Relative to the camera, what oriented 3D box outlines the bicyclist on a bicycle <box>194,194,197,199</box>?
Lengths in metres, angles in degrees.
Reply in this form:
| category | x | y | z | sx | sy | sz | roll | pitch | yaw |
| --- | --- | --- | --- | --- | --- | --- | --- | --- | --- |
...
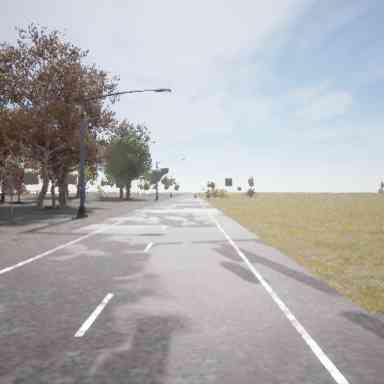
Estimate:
| category | x | y | z | sx | sy | sz | roll | pitch | yaw |
| --- | --- | --- | --- | --- | --- | --- | --- | --- | --- |
| bicyclist on a bicycle | 0.989 | 1.517 | 95.474 | 0.866 | 1.612 | 1.509 | 2 | 1 | 0 |
